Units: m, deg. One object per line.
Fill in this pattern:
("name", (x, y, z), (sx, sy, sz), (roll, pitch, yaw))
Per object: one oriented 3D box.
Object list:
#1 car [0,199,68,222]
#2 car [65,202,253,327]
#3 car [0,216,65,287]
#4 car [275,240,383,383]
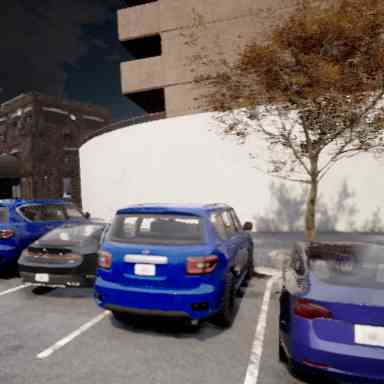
("car", (-4.845, 1.258, 10.880), (2.435, 2.045, 5.566), (0, -1, 15))
("car", (0.052, 1.252, 7.381), (2.435, 2.045, 5.566), (0, -1, 16))
("car", (-2.406, 1.507, 9.107), (2.231, 1.521, 4.892), (0, -1, 15))
("car", (2.491, 1.529, 5.608), (2.163, 1.488, 4.792), (0, -1, 16))
